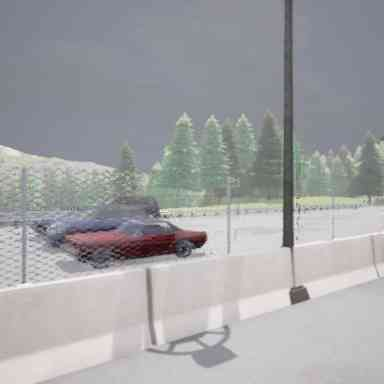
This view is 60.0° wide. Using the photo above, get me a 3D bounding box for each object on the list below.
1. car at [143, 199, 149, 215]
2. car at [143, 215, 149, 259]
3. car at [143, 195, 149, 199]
[{"bbox_3d":[-3.745,1.358,14.194,4.553,1.767,2.097,0,0,-35],"label":"car"},{"bbox_3d":[-1.874,1.607,11.233,4.718,1.301,1.895,0,0,-35],"label":"car"},{"bbox_3d":[-4.719,1.234,22.078,5.566,2.045,2.150,0,0,-35],"label":"car"}]
